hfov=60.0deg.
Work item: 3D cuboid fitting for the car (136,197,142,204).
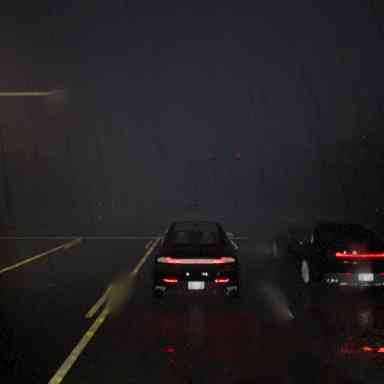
[{"bbox_3d":[-10.402,1.562,61.486,1.994,1.385,4.181,0,0,1],"label":"car"}]

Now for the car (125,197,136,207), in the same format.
[{"bbox_3d":[-10.458,1.524,51.643,1.812,1.442,4.674,0,0,0],"label":"car"}]

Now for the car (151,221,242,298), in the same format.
[{"bbox_3d":[0.097,1.491,8.498,2.128,1.511,4.902,0,0,0],"label":"car"}]

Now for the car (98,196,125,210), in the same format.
[{"bbox_3d":[-10.481,1.351,42.746,2.097,1.767,4.553,0,0,0],"label":"car"}]

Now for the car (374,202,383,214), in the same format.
[{"bbox_3d":[18.114,1.061,28.293,4.902,1.511,2.128,-5,0,0],"label":"car"}]

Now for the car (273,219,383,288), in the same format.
[{"bbox_3d":[3.602,1.505,9.261,1.837,1.490,4.892,0,0,1],"label":"car"}]

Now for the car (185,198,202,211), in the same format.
[{"bbox_3d":[0.204,1.490,41.209,2.128,1.511,4.902,0,0,0],"label":"car"}]
